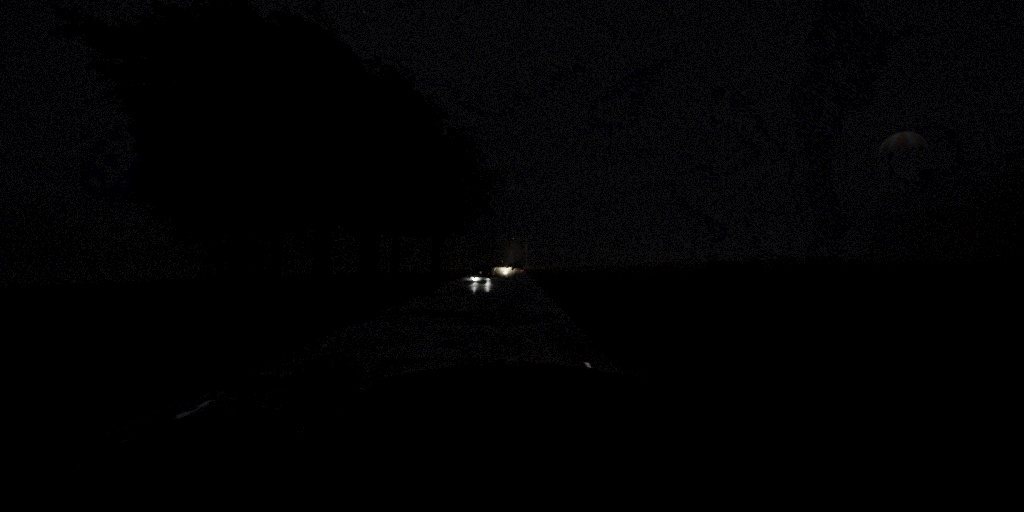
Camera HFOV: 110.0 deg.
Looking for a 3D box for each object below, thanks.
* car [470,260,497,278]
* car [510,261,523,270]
[{"bbox_3d":[-2.846,1.344,34.713,1.994,1.385,4.181,0,0,0],"label":"car"},{"bbox_3d":[0.951,1.646,61.815,1.812,1.442,4.674,0,-1,0],"label":"car"}]
